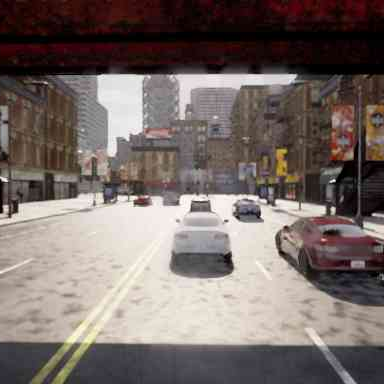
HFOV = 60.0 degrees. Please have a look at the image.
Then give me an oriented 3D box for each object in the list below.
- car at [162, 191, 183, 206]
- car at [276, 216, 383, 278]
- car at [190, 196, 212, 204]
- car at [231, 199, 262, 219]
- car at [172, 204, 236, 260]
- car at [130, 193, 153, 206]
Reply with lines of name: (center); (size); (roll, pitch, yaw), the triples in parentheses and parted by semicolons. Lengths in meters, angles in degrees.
car: (-2.599, 0.846, 42.582); (2.097, 1.767, 4.553); (0, 1, 1)
car: (3.778, 1.422, 9.723); (1.812, 1.442, 4.674); (0, 1, 2)
car: (0.812, 1.131, 30.983); (2.128, 1.511, 4.902); (0, 1, 2)
car: (4.176, 1.255, 26.022); (2.033, 1.411, 5.357); (0, 1, 2)
car: (0.340, 1.388, 11.712); (1.812, 1.442, 4.674); (0, 1, 2)
car: (-6.111, 1.094, 41.698); (1.895, 1.301, 4.718); (0, 1, 2)
